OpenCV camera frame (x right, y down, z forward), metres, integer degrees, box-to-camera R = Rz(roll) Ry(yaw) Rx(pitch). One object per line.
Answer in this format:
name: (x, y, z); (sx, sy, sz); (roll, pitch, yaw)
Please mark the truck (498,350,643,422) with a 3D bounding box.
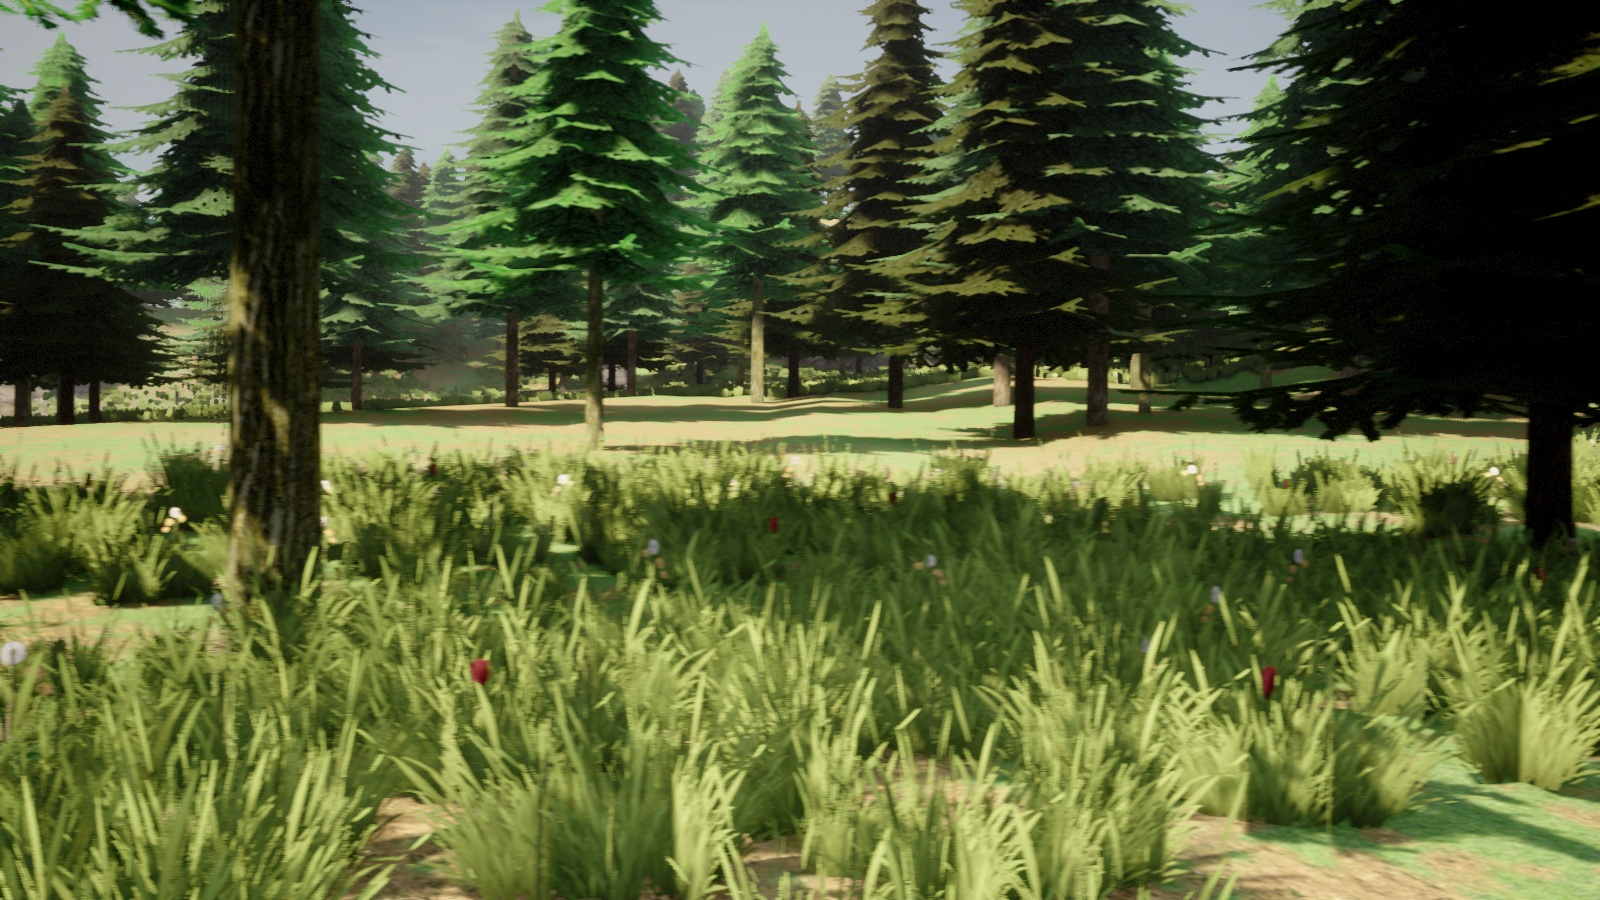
truck: (-13.858, -3.867, 76.149); (7.936, 3.462, 2.891); (-6, 1, 0)
